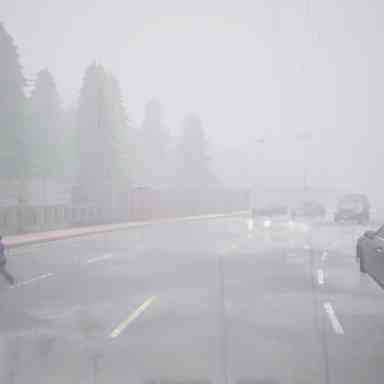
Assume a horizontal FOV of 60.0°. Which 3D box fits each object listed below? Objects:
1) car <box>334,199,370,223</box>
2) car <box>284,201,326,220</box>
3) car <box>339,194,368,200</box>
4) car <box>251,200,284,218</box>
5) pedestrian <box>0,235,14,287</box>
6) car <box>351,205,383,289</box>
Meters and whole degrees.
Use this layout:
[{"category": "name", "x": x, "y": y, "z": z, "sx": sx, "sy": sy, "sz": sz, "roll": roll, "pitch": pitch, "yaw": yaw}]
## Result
[{"category": "car", "x": 11.970, "y": 1.526, "z": 24.867, "sx": 1.812, "sy": 1.442, "sz": 4.674, "roll": 0, "pitch": 0, "yaw": 36}, {"category": "car", "x": 9.940, "y": 1.501, "z": 28.251, "sx": 2.128, "sy": 1.511, "sz": 4.902, "roll": 0, "pitch": 0, "yaw": 37}, {"category": "car", "x": 17.740, "y": 1.223, "z": 36.818, "sx": 2.150, "sy": 2.045, "sz": 5.566, "roll": 0, "pitch": 0, "yaw": 9}, {"category": "car", "x": 7.154, "y": 1.520, "z": 30.368, "sx": 1.882, "sy": 1.535, "sz": 5.008, "roll": 0, "pitch": 0, "yaw": 37}, {"category": "pedestrian", "x": -4.555, "y": 1.574, "z": 7.905, "sx": 0.375, "sy": 1.300, "sz": 0.375, "roll": 0, "pitch": 0, "yaw": 14}, {"category": "car", "x": 5.229, "y": 1.351, "z": 7.559, "sx": 2.097, "sy": 1.767, "sz": 4.553, "roll": 0, "pitch": 0, "yaw": 16}]
